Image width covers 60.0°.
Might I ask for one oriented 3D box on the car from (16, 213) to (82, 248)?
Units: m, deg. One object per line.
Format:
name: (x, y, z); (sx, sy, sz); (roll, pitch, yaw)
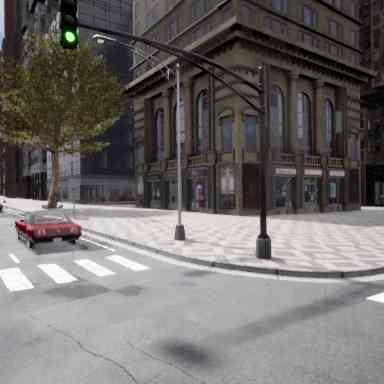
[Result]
car: (-6.495, 1.560, 14.693); (1.895, 1.301, 4.718); (-1, 1, -35)

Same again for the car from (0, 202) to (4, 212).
car: (-21.808, 1.528, 36.163); (1.895, 1.301, 4.718); (-1, 0, -35)
